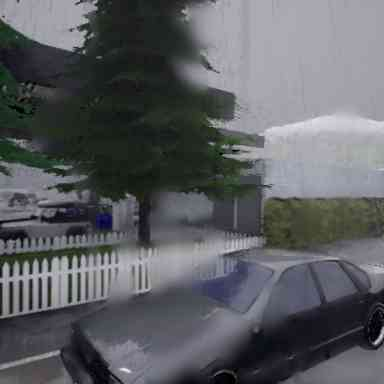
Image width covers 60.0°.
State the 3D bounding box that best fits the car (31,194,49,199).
[{"bbox_3d":[-22.162,1.453,49.673,1.970,1.475,3.806,1,0,-36],"label":"car"}]

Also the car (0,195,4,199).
[{"bbox_3d":[-39.880,1.293,68.363,1.970,1.475,3.806,1,0,-36],"label":"car"}]

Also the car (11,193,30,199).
[{"bbox_3d":[-25.206,1.140,48.211,1.905,1.878,3.866,1,0,-36],"label":"car"}]

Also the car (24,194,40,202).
[{"bbox_3d":[-34.883,1.271,72.403,2.152,1.636,5.027,1,0,-36],"label":"car"}]

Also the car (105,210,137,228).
[{"bbox_3d":[-5.630,1.542,20.406,4.611,1.667,2.242,1,0,-36],"label":"car"}]

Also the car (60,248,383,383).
[{"bbox_3d":[1.092,1.578,4.764,5.357,1.411,2.033,1,0,-35],"label":"car"}]

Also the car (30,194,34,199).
[{"bbox_3d":[-27.183,1.189,56.505,1.932,1.855,4.605,1,0,-36],"label":"car"}]

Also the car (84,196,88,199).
[{"bbox_3d":[-24.542,1.306,79.937,1.905,1.878,3.866,1,0,-36],"label":"car"}]

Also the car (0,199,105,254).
[{"bbox_3d":[-5.801,1.337,13.277,3.866,1.878,1.905,1,0,-36],"label":"car"}]
